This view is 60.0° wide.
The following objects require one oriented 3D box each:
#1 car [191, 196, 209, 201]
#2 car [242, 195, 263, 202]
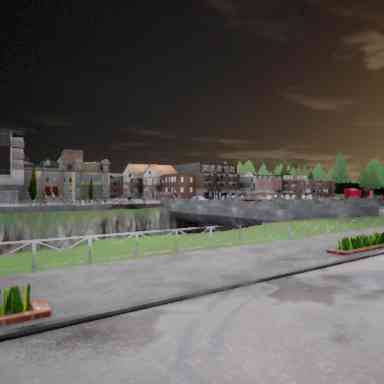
[{"bbox_3d":[1.490,1.558,65.278,1.812,1.442,4.674,0,0,-36],"label":"car"},{"bbox_3d":[10.574,1.365,59.441,2.097,1.767,4.553,0,0,-36],"label":"car"}]
